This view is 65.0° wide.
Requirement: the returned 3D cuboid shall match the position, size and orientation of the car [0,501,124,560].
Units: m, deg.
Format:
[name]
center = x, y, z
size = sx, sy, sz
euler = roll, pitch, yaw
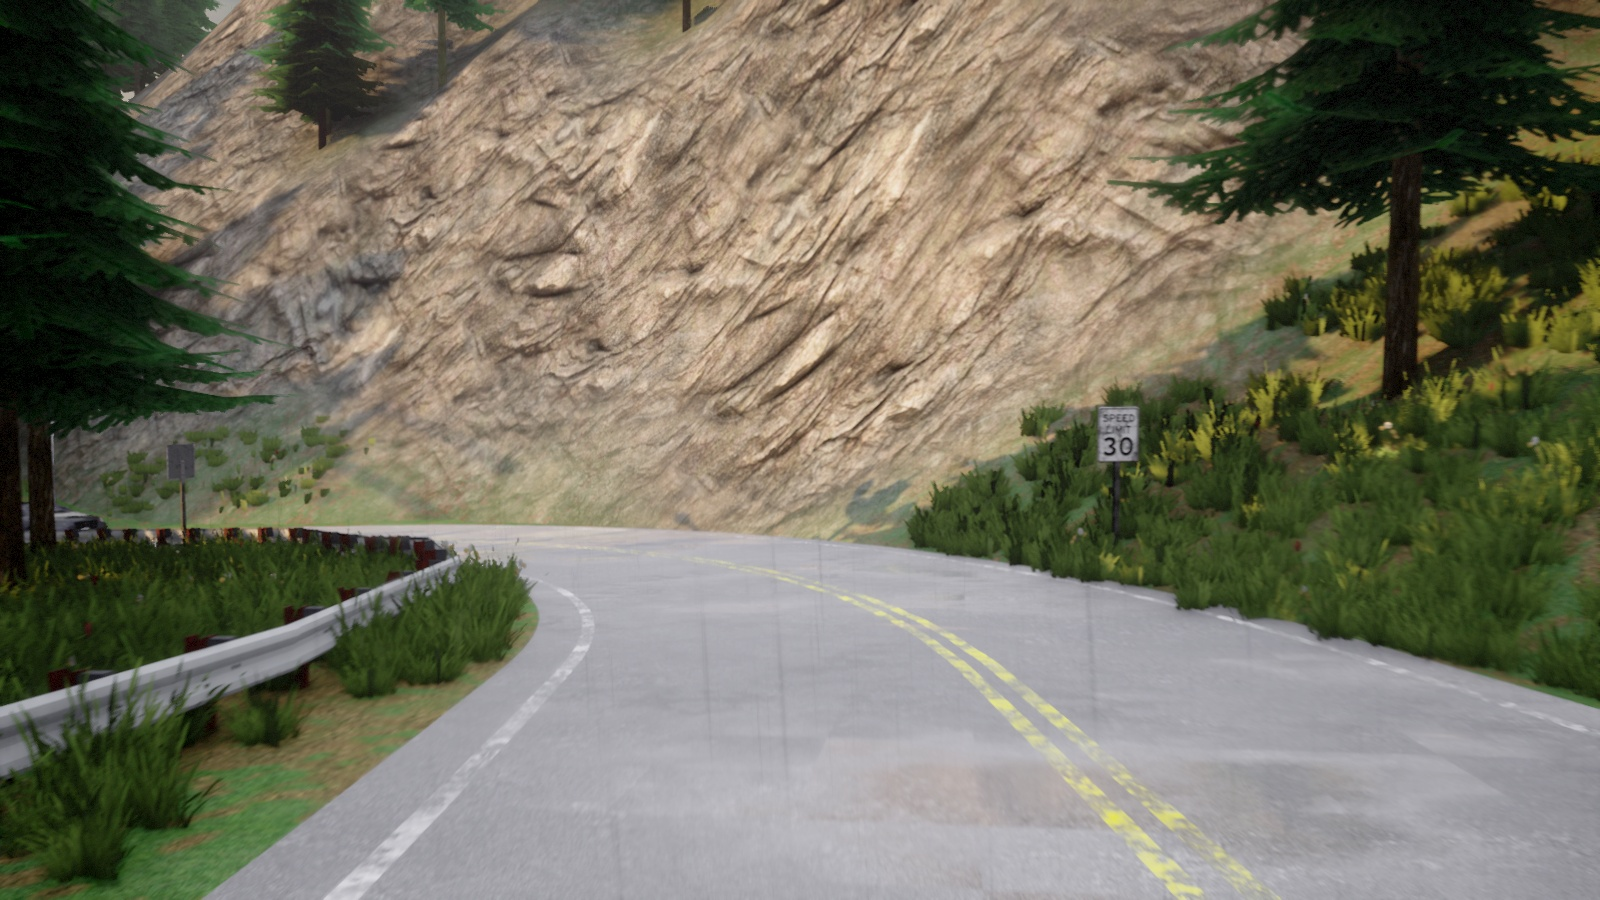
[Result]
[car]
center = -22.142, 2.352, 36.450
size = 4.181, 1.385, 1.994
euler = -4, 1, 16
